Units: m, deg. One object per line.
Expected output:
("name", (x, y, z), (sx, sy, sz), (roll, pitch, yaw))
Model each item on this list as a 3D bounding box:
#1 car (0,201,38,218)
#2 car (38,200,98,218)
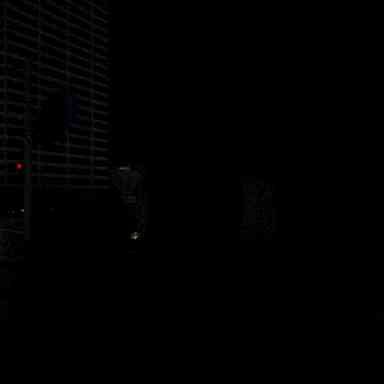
("car", (-15.458, 1.547, 30.638), (2.033, 1.411, 5.357), (0, 0, 35))
("car", (-11.086, 1.478, 30.754), (1.882, 1.535, 5.008), (0, 0, 35))
